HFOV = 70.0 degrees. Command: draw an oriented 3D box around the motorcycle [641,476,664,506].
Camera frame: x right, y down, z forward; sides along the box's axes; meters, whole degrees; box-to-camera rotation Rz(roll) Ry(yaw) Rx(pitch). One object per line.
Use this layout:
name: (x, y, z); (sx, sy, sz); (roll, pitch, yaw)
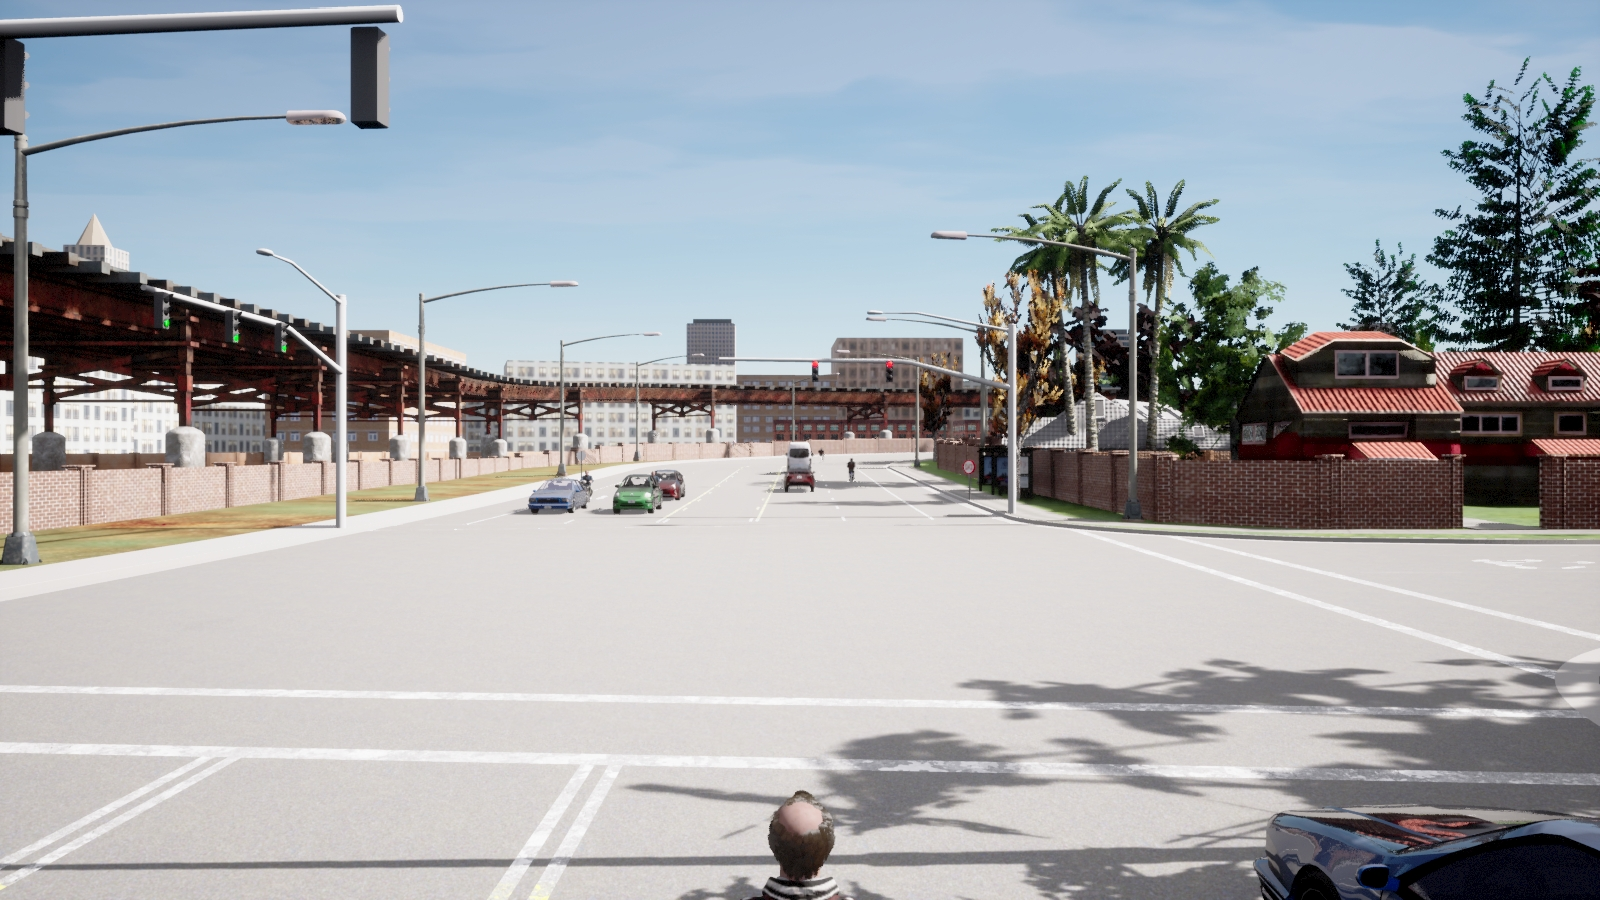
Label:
motorcycle: (-7.053, 1.947, 54.746); (0.856, 1.341, 1.805); (0, 1, 0)

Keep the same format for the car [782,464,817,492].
car: (-0.042, 1.651, 69.321); (2.007, 1.525, 4.514); (0, 1, 0)

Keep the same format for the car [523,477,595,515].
car: (-10.533, 1.979, 50.381); (2.033, 1.411, 5.357); (0, 1, 0)

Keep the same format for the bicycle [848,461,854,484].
bicycle: (3.466, 1.513, 77.000); (0.329, 1.496, 1.835); (0, 1, 0)

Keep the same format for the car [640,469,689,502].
car: (-7.040, 1.800, 59.633); (2.007, 1.525, 4.514); (0, 1, 0)

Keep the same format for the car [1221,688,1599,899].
car: (3.467, 2.106, 4.038); (2.033, 1.411, 5.357); (0, 0, 1)

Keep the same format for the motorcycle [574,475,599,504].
motorcycle: (-10.476, 1.934, 56.002); (0.856, 1.341, 1.805); (0, 1, 1)

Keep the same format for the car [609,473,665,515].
car: (-7.031, 1.877, 49.699); (1.851, 1.617, 3.988); (0, 1, 0)

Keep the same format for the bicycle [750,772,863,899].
bicycle: (0.019, 2.048, 3.681); (0.329, 1.496, 1.835); (0, 0, 0)
